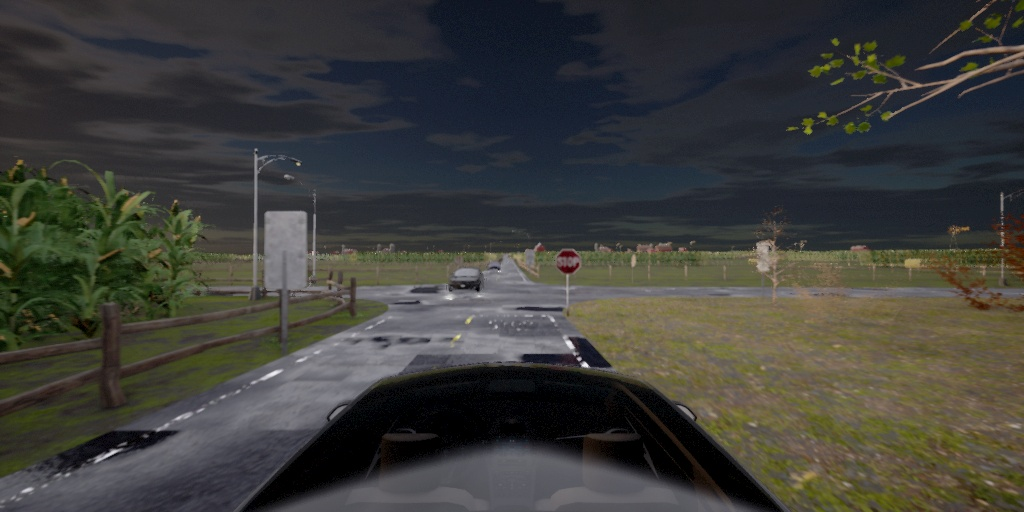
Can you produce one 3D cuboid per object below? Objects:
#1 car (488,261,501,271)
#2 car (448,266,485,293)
[{"bbox_3d":[-2.985,1.630,61.234,2.097,1.767,4.553,0,0,0],"label":"car"},{"bbox_3d":[-2.830,1.451,23.031,1.882,1.535,5.008,0,0,0],"label":"car"}]
